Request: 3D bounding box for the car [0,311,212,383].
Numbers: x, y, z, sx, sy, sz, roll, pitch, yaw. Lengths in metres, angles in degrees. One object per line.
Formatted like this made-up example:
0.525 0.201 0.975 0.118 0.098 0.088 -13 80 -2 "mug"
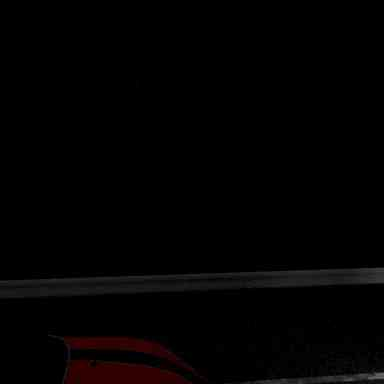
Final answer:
-1.869 1.352 1.646 4.553 1.767 2.097 0 0 -6 "car"
